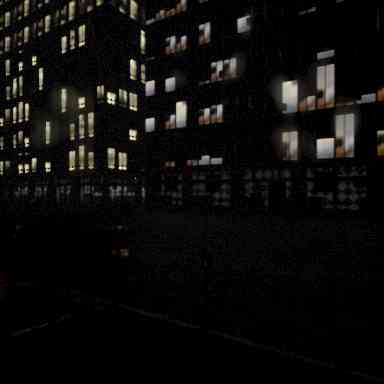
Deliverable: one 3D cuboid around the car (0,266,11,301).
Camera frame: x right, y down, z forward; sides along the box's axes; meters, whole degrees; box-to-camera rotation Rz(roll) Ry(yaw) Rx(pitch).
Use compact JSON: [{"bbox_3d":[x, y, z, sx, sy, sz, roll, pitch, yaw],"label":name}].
[{"bbox_3d":[-5.591,1.525,6.860,4.829,1.417,1.752,0,0,36],"label":"car"}]
